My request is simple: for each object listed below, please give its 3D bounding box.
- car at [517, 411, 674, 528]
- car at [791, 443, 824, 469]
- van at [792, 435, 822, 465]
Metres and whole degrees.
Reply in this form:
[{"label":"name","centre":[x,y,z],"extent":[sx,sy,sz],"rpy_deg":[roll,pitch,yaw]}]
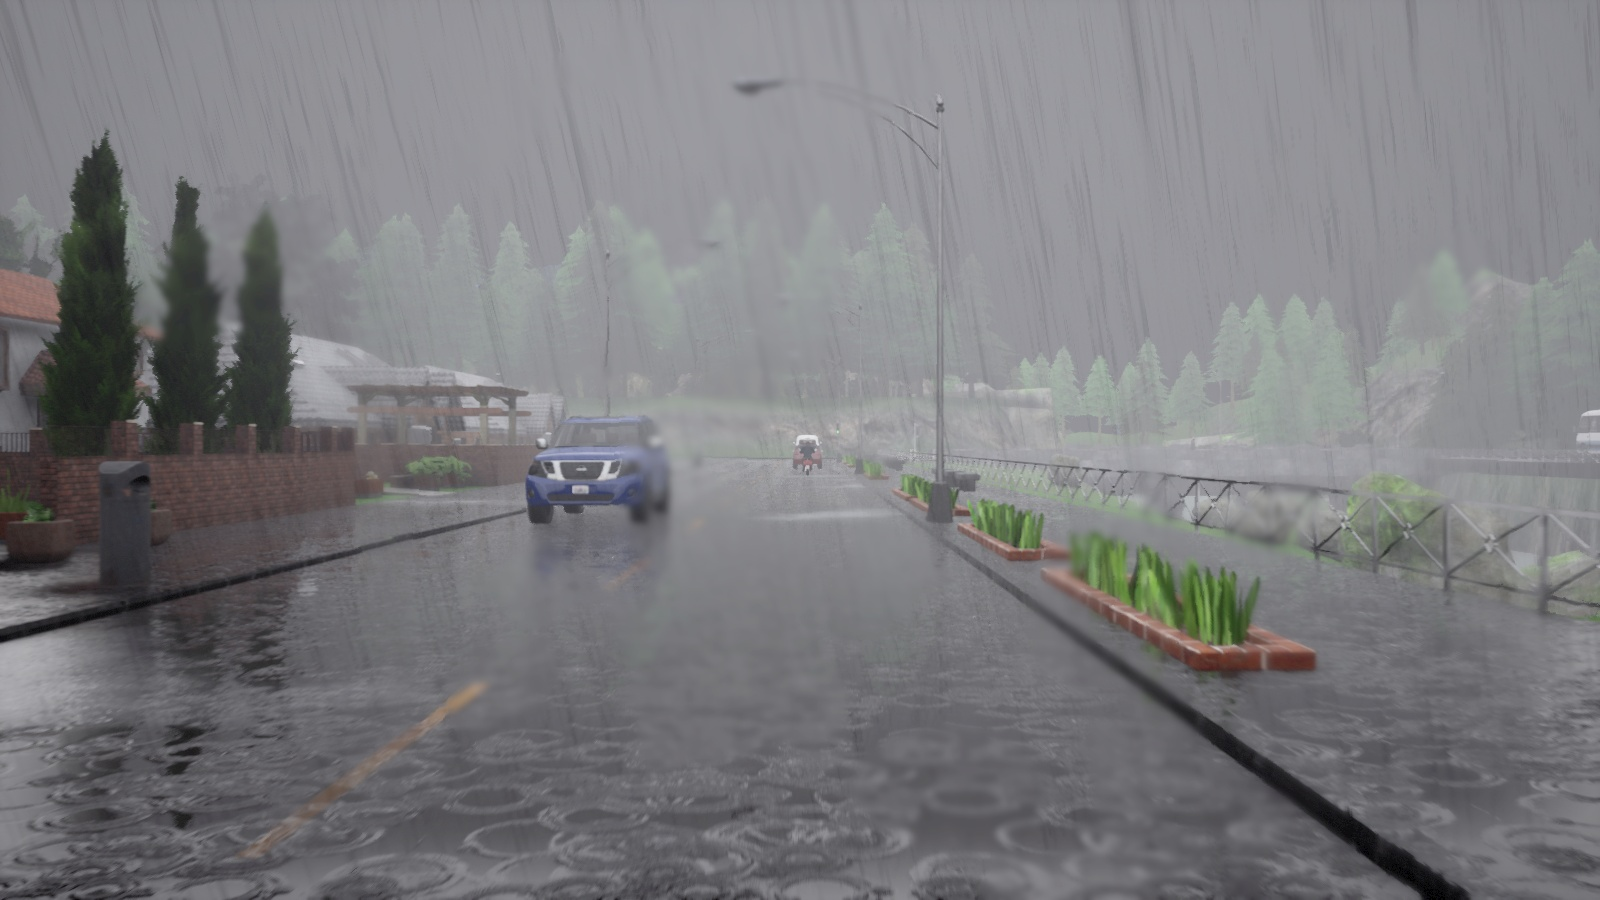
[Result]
[{"label":"car","centre":[-3.843,0.323,24.699],"extent":[2.150,2.045,5.566],"rpy_deg":[0,0,0]},{"label":"car","centre":[0.437,0.348,73.291],"extent":[1.845,1.501,3.633],"rpy_deg":[0,0,0]},{"label":"van","centre":[0.527,-0.030,88.831],"extent":[2.069,2.038,4.480],"rpy_deg":[0,0,0]}]
